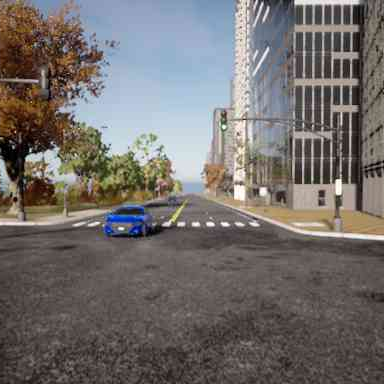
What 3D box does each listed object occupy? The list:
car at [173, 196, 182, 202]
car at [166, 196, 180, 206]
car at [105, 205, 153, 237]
[{"bbox_3d":[-3.185,1.572,75.164,1.895,1.301,4.718,0,0,0],"label":"car"},{"bbox_3d":[-3.197,1.456,55.553,2.097,1.767,4.553,0,0,0],"label":"car"},{"bbox_3d":[-3.218,1.466,17.679,1.882,1.535,5.008,0,-2,0],"label":"car"}]
